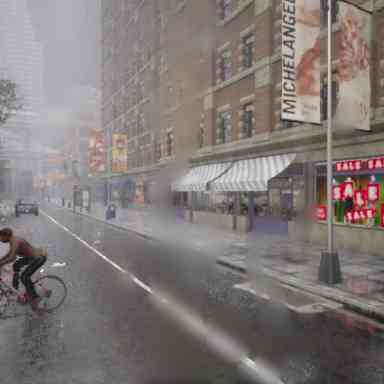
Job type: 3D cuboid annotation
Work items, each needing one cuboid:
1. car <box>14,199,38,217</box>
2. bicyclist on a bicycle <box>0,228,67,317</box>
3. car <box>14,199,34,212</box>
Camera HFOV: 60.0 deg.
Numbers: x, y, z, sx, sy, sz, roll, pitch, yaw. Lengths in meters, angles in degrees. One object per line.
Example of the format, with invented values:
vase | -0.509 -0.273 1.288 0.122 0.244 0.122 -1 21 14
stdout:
car | -15.674 1.492 31.517 2.128 1.511 4.902 0 0 -28
bicyclist on a bicycle | -3.145 1.455 5.999 1.656 1.620 0.582 -3 1 -28
car | -20.261 1.547 40.114 2.033 1.411 5.357 0 0 -27
